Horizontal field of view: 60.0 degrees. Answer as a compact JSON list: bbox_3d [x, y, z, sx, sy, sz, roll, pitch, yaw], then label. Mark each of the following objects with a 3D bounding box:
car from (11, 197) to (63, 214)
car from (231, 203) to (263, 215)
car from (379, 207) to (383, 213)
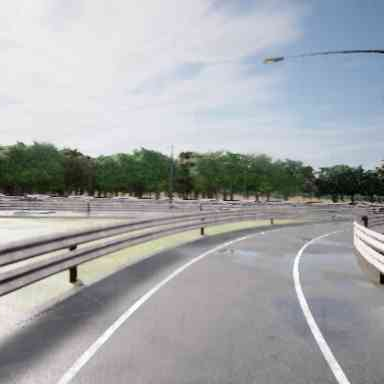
[{"bbox_3d":[-15.667,1.328,33.846,4.892,1.490,1.837,2,0,-18],"label":"car"},{"bbox_3d":[7.043,2.062,40.809,4.674,1.442,1.812,2,0,-16],"label":"car"},{"bbox_3d":[28.912,2.699,46.993,4.892,1.490,1.837,2,0,-15],"label":"car"}]
